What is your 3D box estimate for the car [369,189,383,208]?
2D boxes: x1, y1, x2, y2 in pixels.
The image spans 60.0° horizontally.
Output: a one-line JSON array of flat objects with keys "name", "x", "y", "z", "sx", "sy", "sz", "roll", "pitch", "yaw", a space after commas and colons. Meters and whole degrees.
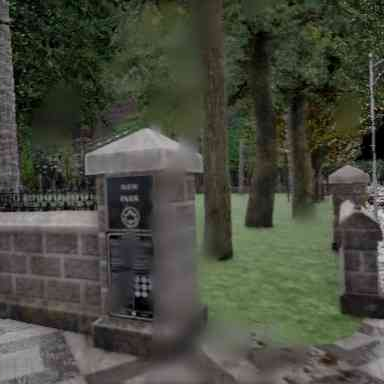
[{"name": "car", "x": 19.641, "y": 0.743, "z": 33.900, "sx": 1.967, "sy": 1.590, "sz": 4.097, "roll": -2, "pitch": 0, "yaw": 24}]

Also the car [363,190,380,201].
[{"name": "car", "x": 26.166, "y": 0.532, "z": 48.607, "sx": 1.752, "sy": 1.417, "sz": 4.829, "roll": -2, "pitch": 0, "yaw": 24}]

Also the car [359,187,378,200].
[{"name": "car", "x": 28.423, "y": 0.218, "z": 53.716, "sx": 2.192, "sy": 1.841, "sz": 5.009, "roll": -2, "pitch": 0, "yaw": 24}]

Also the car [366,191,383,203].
[{"name": "car", "x": 23.969, "y": 0.632, "z": 43.653, "sx": 1.752, "sy": 1.417, "sz": 4.829, "roll": -2, "pitch": 0, "yaw": 24}]

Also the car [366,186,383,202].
[{"name": "car", "x": 21.833, "y": 0.519, "z": 38.854, "sx": 2.192, "sy": 1.841, "sz": 5.009, "roll": -2, "pitch": 0, "yaw": 24}]
